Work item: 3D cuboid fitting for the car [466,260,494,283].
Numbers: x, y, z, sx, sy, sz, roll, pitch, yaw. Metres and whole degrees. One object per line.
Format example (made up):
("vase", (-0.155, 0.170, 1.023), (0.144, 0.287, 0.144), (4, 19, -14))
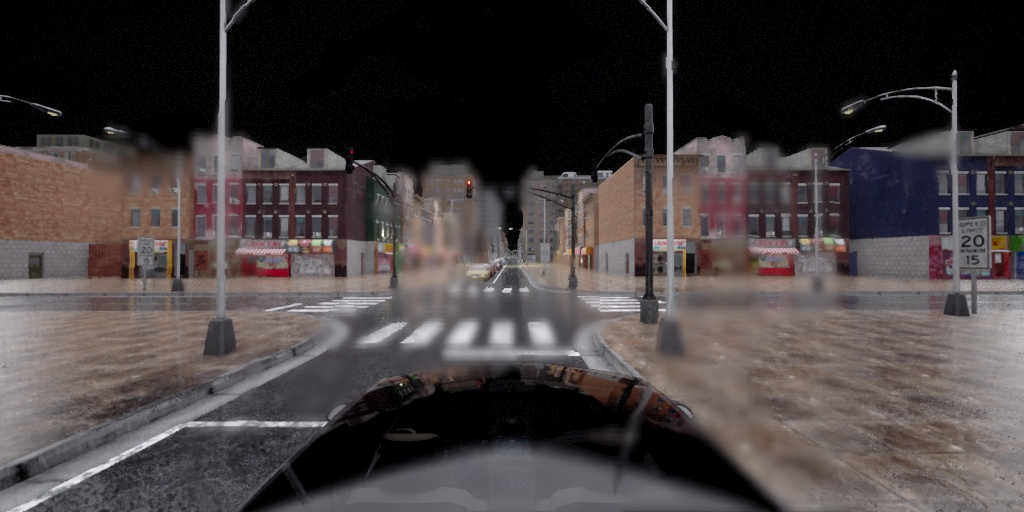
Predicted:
("car", (-2.644, 1.299, 28.669), (1.751, 1.417, 4.829), (0, 0, 0))

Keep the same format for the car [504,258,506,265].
("car", (-2.653, 1.170, 62.470), (2.192, 1.841, 5.009), (0, 0, 0))

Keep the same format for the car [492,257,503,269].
("car", (-2.650, 1.262, 51.259), (1.967, 1.591, 4.097), (0, 0, 0))

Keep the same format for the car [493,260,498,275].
("car", (-2.645, 1.329, 34.444), (1.888, 1.381, 4.507), (0, 0, 0))

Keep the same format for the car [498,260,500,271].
("car", (-2.647, 1.377, 40.049), (1.802, 1.307, 4.207), (0, 0, 0))
